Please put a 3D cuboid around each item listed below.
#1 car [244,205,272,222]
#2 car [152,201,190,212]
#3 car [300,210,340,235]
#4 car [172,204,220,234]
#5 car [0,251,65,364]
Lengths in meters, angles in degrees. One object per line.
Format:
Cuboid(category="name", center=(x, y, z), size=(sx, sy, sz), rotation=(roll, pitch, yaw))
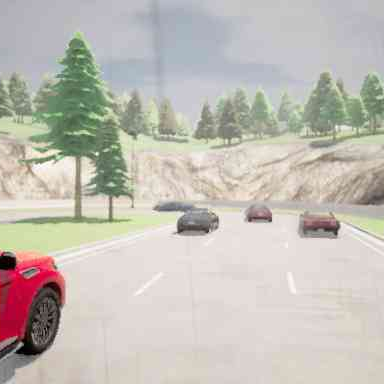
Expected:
Cuboid(category="car", center=(5.610, 1.764, 28.395), size=(1.994, 1.385, 4.181), rotation=(0, 0, 5))
Cuboid(category="car", center=(-2.231, 1.837, 41.362), size=(5.357, 1.411, 2.033), rotation=(0, 0, 21))
Cuboid(category="car", center=(7.465, 1.742, 19.843), size=(1.895, 1.301, 4.718), rotation=(0, 0, 15))
Cuboid(category="car", center=(0.469, 1.709, 20.626), size=(1.994, 1.385, 4.181), rotation=(0, 0, 14))
Cuboid(category="car", center=(-3.221, 1.243, 3.039), size=(2.150, 2.045, 5.566), rotation=(0, 0, 3))
